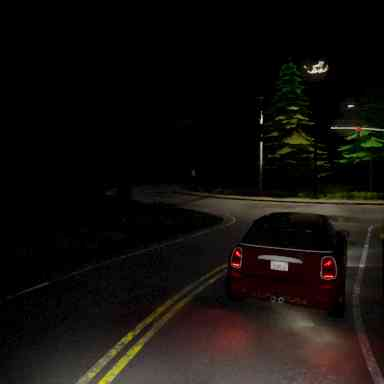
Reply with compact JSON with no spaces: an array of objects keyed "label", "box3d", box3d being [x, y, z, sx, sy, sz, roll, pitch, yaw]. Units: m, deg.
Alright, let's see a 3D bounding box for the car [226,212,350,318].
[{"label":"car","box3d":[2.411,1.238,7.659,2.097,1.767,4.553,2,2,25]}]
